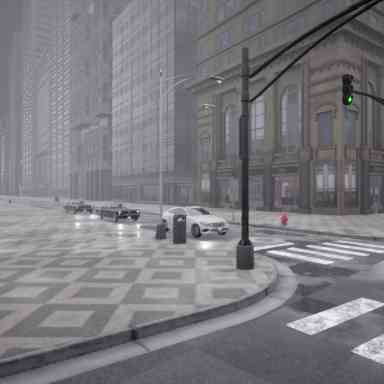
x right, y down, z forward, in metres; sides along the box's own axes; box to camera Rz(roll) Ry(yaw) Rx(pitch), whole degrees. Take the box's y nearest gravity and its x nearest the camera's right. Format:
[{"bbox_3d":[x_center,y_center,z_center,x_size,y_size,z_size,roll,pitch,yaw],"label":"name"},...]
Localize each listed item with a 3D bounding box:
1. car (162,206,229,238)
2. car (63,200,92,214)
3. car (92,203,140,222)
[{"bbox_3d":[-0.052,1.475,17.749,1.812,1.442,4.674,0,0,-37],"label":"car"},{"bbox_3d":[-11.691,1.498,34.156,1.895,1.301,4.718,0,0,-35],"label":"car"},{"bbox_3d":[-5.807,1.523,25.867,1.895,1.301,4.718,0,0,-35],"label":"car"}]
